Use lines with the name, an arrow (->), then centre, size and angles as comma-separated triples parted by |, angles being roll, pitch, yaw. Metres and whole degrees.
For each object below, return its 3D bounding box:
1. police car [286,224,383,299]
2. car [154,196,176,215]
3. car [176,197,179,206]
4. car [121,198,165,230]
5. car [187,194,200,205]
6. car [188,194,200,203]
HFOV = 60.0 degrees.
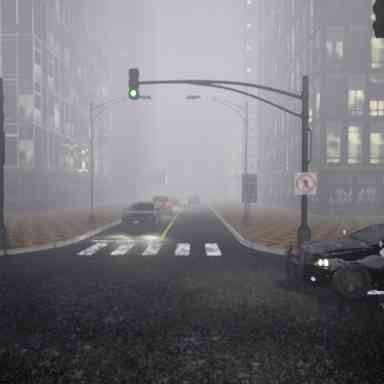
police car -> 4.807, 1.438, 7.640 | 4.974, 1.542, 2.038 | 0, 1, 2
car -> -2.918, 1.156, 31.165 | 2.097, 1.767, 4.553 | 0, 0, 0
car -> -2.804, 1.322, 46.953 | 1.895, 1.301, 4.718 | 0, 0, 1
car -> -2.980, 1.341, 20.321 | 1.882, 1.535, 5.008 | 0, 0, 0
car -> 0.281, 1.259, 50.103 | 2.033, 1.411, 5.357 | 0, 0, 0
car -> 0.340, 1.153, 60.520 | 2.128, 1.511, 4.902 | 0, 0, 0
